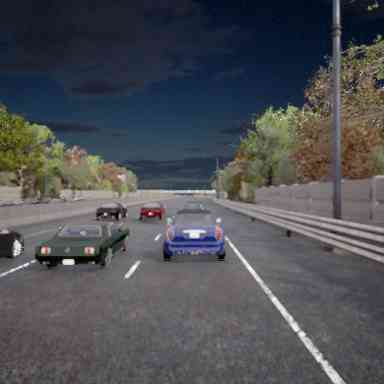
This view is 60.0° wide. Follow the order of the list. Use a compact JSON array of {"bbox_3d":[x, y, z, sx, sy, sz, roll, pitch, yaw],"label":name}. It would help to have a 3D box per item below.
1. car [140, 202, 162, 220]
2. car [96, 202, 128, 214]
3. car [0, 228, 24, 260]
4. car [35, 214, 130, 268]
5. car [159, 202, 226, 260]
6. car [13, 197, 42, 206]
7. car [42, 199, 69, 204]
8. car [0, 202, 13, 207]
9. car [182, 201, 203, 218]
[{"bbox_3d":[-3.432,1.645,29.778,1.882,1.535,5.008,0,0,0],"label":"car"},{"bbox_3d":[-6.932,1.644,29.197,1.882,1.535,5.008,0,0,0],"label":"car"},{"bbox_3d":[-6.910,1.560,9.929,1.837,1.490,4.892,0,0,0],"label":"car"},{"bbox_3d":[-3.407,1.660,11.405,1.895,1.301,4.718,0,0,0],"label":"car"},{"bbox_3d":[0.081,1.416,12.792,2.097,1.767,4.553,0,0,0],"label":"car"},{"bbox_3d":[-21.051,1.427,43.952,1.837,1.490,4.892,0,0,0],"label":"car"},{"bbox_3d":[-17.550,1.771,43.955,1.837,1.490,4.892,0,0,0],"label":"car"},{"bbox_3d":[-24.550,1.942,43.915,1.895,1.301,4.718,0,0,0],"label":"car"},{"bbox_3d":[0.061,1.740,34.116,2.033,1.411,5.357,0,0,0],"label":"car"}]
